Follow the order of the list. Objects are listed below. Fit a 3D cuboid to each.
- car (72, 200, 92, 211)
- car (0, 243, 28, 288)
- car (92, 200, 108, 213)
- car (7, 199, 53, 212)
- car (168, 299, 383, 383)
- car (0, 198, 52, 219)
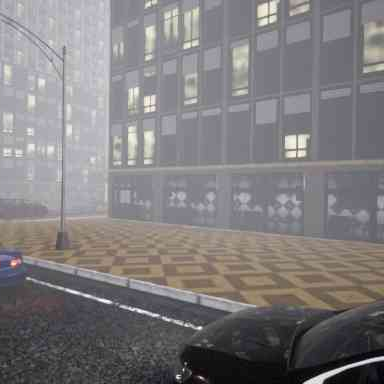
[{"bbox_3d":[-13.208,1.766,44.546,2.033,1.411,5.357,1,0,37],"label":"car"},{"bbox_3d":[-6.115,1.543,8.065,5.357,1.411,2.033,0,0,36],"label":"car"},{"bbox_3d":[-9.254,1.828,40.169,1.752,1.417,4.829,1,0,37],"label":"car"},{"bbox_3d":[-19.549,1.640,40.352,1.752,1.417,4.829,1,0,37],"label":"car"},{"bbox_3d":[2.030,1.505,2.233,4.892,1.490,1.837,0,0,35],"label":"car"},{"bbox_3d":[-16.069,1.517,30.971,2.192,1.841,5.009,1,0,37],"label":"car"}]
